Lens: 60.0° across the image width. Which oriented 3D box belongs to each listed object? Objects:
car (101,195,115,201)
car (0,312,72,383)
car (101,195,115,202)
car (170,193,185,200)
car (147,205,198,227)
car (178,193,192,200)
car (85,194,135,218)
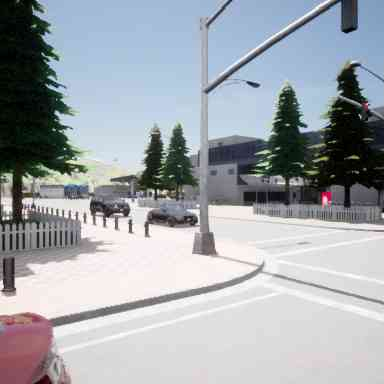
[{"bbox_3d":[-20.919,1.400,82.782,1.970,1.475,3.806,0,0,-37],"label":"car"},{"bbox_3d":[-3.112,1.526,1.775,4.674,1.442,1.812,0,0,-35],"label":"car"},{"bbox_3d":[-18.893,1.389,75.046,1.845,1.501,3.633,0,0,-37],"label":"car"},{"bbox_3d":[-3.884,1.113,86.005,1.932,1.855,4.605,0,0,-37],"label":"car"},{"bbox_3d":[-1.416,1.579,22.872,1.994,1.385,4.181,0,0,-37],"label":"car"},{"bbox_3d":[-1.796,1.092,88.067,1.905,1.878,3.866,0,0,-37],"label":"car"},{"bbox_3d":[-7.851,1.237,31.390,2.150,2.045,5.566,0,0,-37],"label":"car"}]
